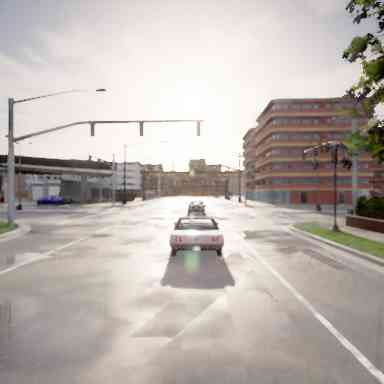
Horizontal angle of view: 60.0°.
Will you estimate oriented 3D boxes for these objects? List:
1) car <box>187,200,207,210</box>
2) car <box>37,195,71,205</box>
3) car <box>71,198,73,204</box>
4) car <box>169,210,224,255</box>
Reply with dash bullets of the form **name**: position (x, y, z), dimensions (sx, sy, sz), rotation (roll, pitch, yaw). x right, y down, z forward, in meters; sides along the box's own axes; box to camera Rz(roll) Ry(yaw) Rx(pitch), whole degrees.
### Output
- **car**: position (0.500, 1.565, 34.228), dimensions (2.033, 1.411, 5.357), rotation (0, 0, 2)
- **car**: position (-23.006, 1.314, 54.667), dimensions (4.611, 1.667, 2.242), rotation (0, 0, 1)
- **car**: position (-23.690, 1.478, 60.422), dimensions (3.806, 1.475, 1.970), rotation (0, 0, 1)
- **car**: position (0.171, 1.608, 13.354), dimensions (1.895, 1.301, 4.718), rotation (0, 0, 0)
